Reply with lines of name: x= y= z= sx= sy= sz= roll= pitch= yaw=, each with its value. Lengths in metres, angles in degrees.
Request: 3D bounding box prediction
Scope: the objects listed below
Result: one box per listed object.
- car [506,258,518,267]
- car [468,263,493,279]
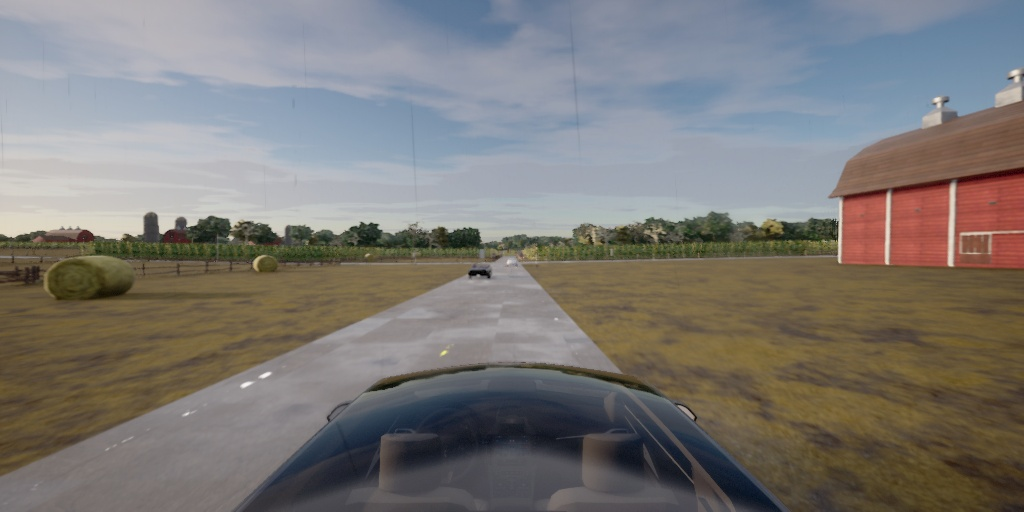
car: x=0.000 y=1.091 z=63.020 sx=1.812 sy=1.442 sz=4.674 roll=0 pitch=0 yaw=0
car: x=-2.753 y=1.304 z=31.723 sx=1.895 sy=1.301 sz=4.718 roll=0 pitch=0 yaw=0
